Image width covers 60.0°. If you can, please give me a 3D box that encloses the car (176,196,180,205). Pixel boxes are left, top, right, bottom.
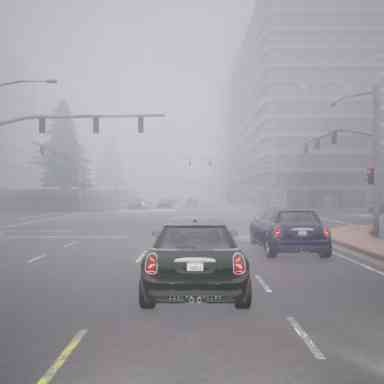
[{"bbox_3d":[-3.609,1.490,57.547,2.128,1.511,4.902,0,0,0],"label":"car"}]

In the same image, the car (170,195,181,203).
[{"bbox_3d":[-3.532,1.525,72.721,2.128,1.511,4.902,0,0,0],"label":"car"}]

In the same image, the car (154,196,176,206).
[{"bbox_3d":[-3.568,1.564,44.409,1.994,1.385,4.181,0,0,0],"label":"car"}]

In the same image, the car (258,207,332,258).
[{"bbox_3d":[3.581,1.352,12.869,2.097,1.767,4.553,0,0,0],"label":"car"}]

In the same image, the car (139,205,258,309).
[{"bbox_3d":[0.067,1.352,8.029,2.097,1.767,4.553,0,0,0],"label":"car"}]

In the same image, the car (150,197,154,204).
[{"bbox_3d":[-7.107,1.525,57.833,1.812,1.442,4.674,0,0,0],"label":"car"}]

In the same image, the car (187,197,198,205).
[{"bbox_3d":[0.076,1.491,54.499,2.128,1.511,4.902,0,0,0],"label":"car"}]

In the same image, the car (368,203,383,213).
[{"bbox_3d":[19.922,1.492,32.505,5.357,1.411,2.033,0,0,-18],"label":"car"}]

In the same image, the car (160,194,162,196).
[{"bbox_3d":[-7.032,1.595,72.853,1.895,1.301,4.718,0,0,0],"label":"car"}]

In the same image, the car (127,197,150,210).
[{"bbox_3d":[-7.153,1.504,43.303,1.837,1.490,4.892,0,0,1],"label":"car"}]
